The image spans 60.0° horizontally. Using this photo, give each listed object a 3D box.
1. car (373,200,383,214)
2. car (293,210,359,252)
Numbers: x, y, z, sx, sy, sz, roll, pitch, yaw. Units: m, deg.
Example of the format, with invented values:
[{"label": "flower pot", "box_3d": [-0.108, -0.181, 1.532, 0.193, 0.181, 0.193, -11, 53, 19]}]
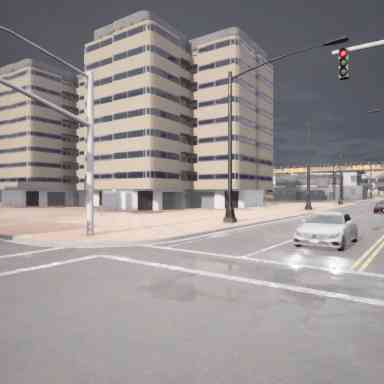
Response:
[{"label": "car", "box_3d": [19.980, 1.561, 34.153, 1.994, 1.385, 4.181, 0, 0, 35]}, {"label": "car", "box_3d": [5.832, 1.539, 14.167, 1.812, 1.442, 4.674, 0, 0, 35]}]
